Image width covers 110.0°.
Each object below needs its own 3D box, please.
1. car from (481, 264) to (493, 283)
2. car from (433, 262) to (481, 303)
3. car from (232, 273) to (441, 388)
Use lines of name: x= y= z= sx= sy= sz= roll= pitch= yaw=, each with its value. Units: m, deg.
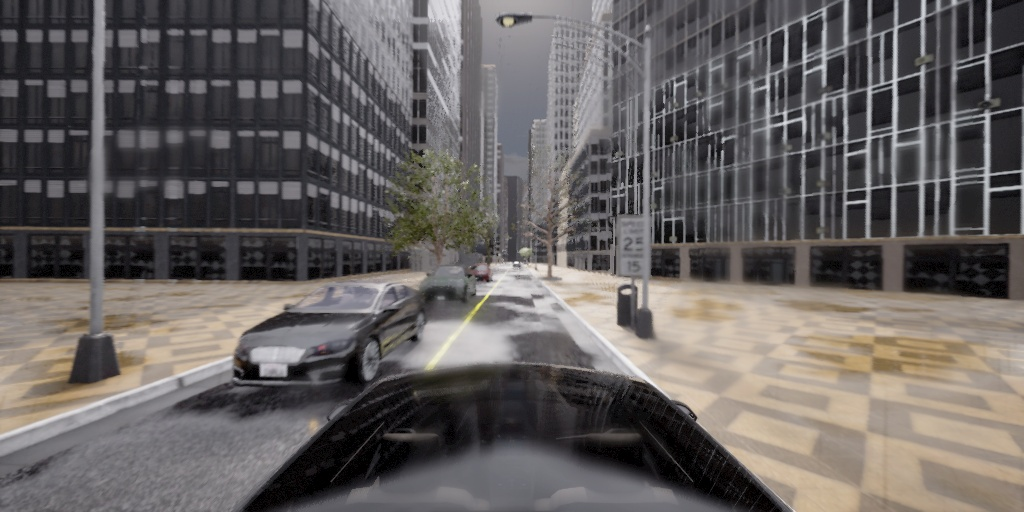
car: x=-2.729 y=1.439 z=30.705 sx=1.882 sy=1.535 sz=5.008 roll=1 pitch=1 yaw=1
car: x=-2.935 y=1.199 z=17.309 sx=2.097 sy=1.767 sz=4.553 roll=1 pitch=0 yaw=1
car: x=-3.078 y=1.255 z=7.159 sx=2.128 sy=1.511 sz=4.902 roll=1 pitch=0 yaw=1
